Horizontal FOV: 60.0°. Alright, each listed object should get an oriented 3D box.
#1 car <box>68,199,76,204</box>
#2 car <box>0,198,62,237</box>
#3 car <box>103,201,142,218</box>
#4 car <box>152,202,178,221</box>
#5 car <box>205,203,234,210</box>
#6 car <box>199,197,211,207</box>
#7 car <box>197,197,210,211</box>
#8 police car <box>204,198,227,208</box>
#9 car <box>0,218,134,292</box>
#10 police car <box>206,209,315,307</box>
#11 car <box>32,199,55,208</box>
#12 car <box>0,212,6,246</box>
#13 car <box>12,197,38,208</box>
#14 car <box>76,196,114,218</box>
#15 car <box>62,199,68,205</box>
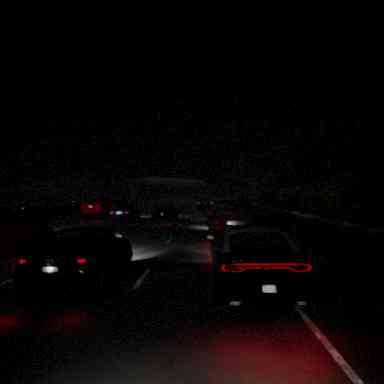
[{"bbox_3d":[-18.855,1.691,57.185,2.097,1.767,4.553,-1,0,3],"label":"car"},{"bbox_3d":[-6.466,1.366,10.503,2.150,2.045,5.566,-1,0,2],"label":"car"},{"bbox_3d":[-5.746,1.712,29.182,2.033,1.411,5.357,-1,0,2],"label":"car"},{"bbox_3d":[-2.263,1.599,28.681,1.882,1.535,5.008,-1,0,2],"label":"car"},{"bbox_3d":[1.794,1.589,18.166,1.812,1.442,4.674,-1,0,2],"label":"car"},{"bbox_3d":[2.173,1.582,56.065,1.837,1.490,4.892,-1,0,2],"label":"car"},{"bbox_3d":[1.708,1.429,43.217,2.097,1.767,4.553,-1,0,3],"label":"car"},{"bbox_3d":[2.023,1.491,24.278,1.930,1.638,5.238,-1,0,2],"label":"police car"},{"bbox_3d":[-2.996,1.659,9.220,1.994,1.385,4.181,-1,0,2],"label":"car"},{"bbox_3d":[1.419,1.462,8.273,1.930,1.638,5.238,-1,0,2],"label":"police car"},{"bbox_3d":[-25.814,1.990,57.891,1.994,1.385,4.181,-1,0,3],"label":"car"},{"bbox_3d":[-9.853,1.688,13.145,2.128,1.511,4.902,-1,0,2],"label":"car"},{"bbox_3d":[-29.274,1.822,58.490,2.097,1.767,4.553,-1,0,3],"label":"car"},{"bbox_3d":[-9.099,1.430,32.917,2.150,2.045,5.566,-1,0,3],"label":"car"},{"bbox_3d":[-22.291,1.946,58.595,1.994,1.385,4.181,-1,0,3],"label":"car"}]
